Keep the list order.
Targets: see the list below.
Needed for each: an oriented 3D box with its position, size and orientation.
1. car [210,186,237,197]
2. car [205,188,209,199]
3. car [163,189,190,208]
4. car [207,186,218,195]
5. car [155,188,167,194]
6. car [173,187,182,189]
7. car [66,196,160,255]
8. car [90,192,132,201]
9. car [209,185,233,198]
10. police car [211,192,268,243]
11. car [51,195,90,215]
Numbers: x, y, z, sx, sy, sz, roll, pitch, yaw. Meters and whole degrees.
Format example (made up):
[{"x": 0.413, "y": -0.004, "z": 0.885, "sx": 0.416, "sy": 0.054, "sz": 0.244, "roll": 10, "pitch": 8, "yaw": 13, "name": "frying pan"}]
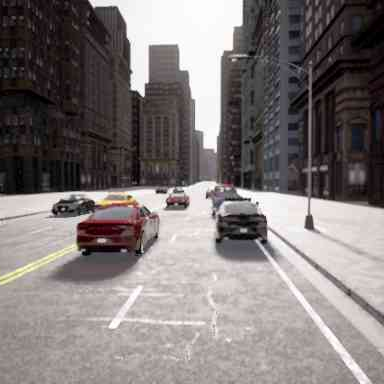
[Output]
[{"x": 2.477, "y": 0.661, "z": 23.612, "sx": 2.097, "sy": 1.767, "sz": 4.553, "roll": 0, "pitch": 2, "yaw": 3, "name": "car"}, {"x": 2.948, "y": 0.194, "z": 47.731, "sx": 1.994, "sy": 1.385, "sz": 4.181, "roll": 0, "pitch": 2, "yaw": 4, "name": "car"}, {"x": -1.225, "y": 0.710, "z": 30.838, "sx": 1.895, "sy": 1.301, "sz": 4.718, "roll": 0, "pitch": 2, "yaw": 3, "name": "car"}, {"x": 3.967, "y": -0.349, "z": 64.923, "sx": 2.128, "sy": 1.511, "sz": 4.902, "roll": 0, "pitch": 2, "yaw": 3, "name": "car"}, {"x": -5.875, "y": -0.202, "z": 64.029, "sx": 1.895, "sy": 1.301, "sz": 4.718, "roll": 0, "pitch": 2, "yaw": 4, "name": "car"}, {"x": -2.662, "y": -0.230, "z": 63.475, "sx": 1.994, "sy": 1.385, "sz": 4.181, "roll": 0, "pitch": 2, "yaw": 4, "name": "car"}, {"x": -2.365, "y": 1.135, "z": 11.751, "sx": 1.882, "sy": 1.535, "sz": 5.008, "roll": 0, "pitch": 2, "yaw": 3, "name": "car"}, {"x": -5.136, "y": 0.810, "z": 23.192, "sx": 1.882, "sy": 1.535, "sz": 5.008, "roll": 0, "pitch": 2, "yaw": 3, "name": "car"}, {"x": 2.838, "y": 0.361, "z": 29.655, "sx": 2.150, "sy": 2.045, "sz": 5.566, "roll": 0, "pitch": 2, "yaw": 3, "name": "car"}, {"x": 1.890, "y": 1.018, "z": 13.775, "sx": 1.930, "sy": 1.638, "sz": 5.238, "roll": 0, "pitch": 2, "yaw": 3, "name": "police car"}, {"x": -8.353, "y": 0.882, "z": 23.829, "sx": 1.994, "sy": 1.385, "sz": 4.181, "roll": 0, "pitch": 2, "yaw": 3, "name": "car"}]
